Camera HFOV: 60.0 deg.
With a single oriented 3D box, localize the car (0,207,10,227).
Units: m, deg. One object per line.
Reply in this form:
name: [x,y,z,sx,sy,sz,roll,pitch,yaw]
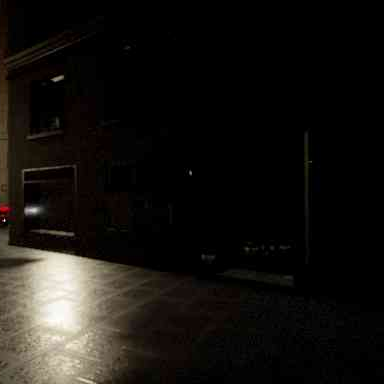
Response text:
car: [-11.023,1.349,23.465,2.150,2.045,5.566,-1,0,35]
